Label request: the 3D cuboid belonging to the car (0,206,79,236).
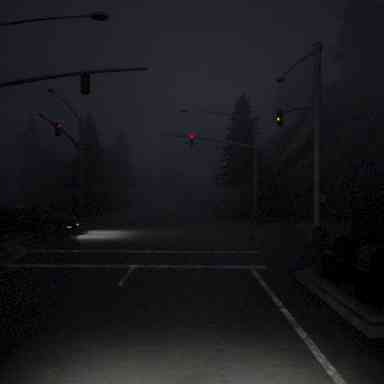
[{"bbox_3d":[-8.531,1.506,17.668,4.892,1.490,1.837,0,0,-1],"label":"car"}]
